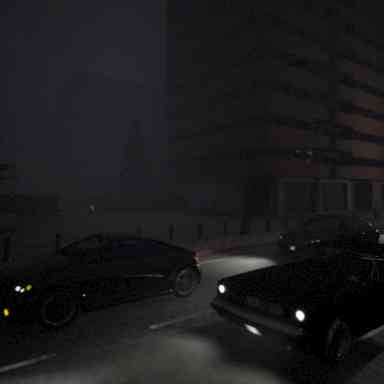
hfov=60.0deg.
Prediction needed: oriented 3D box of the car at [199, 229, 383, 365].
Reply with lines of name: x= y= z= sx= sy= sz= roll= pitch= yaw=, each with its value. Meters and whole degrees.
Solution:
car: x=2.618 y=1.609 z=5.974 sx=4.718 sy=1.301 sz=1.895 roll=0 pitch=0 yaw=-37

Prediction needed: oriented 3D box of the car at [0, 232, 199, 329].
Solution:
car: x=-1.801 y=1.594 z=7.041 sx=4.181 sy=1.385 sz=1.994 roll=0 pitch=0 yaw=-37

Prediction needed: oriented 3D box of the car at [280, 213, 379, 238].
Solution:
car: x=5.146 y=1.542 z=12.220 sx=4.674 sy=1.442 sz=1.812 roll=0 pitch=0 yaw=-37
